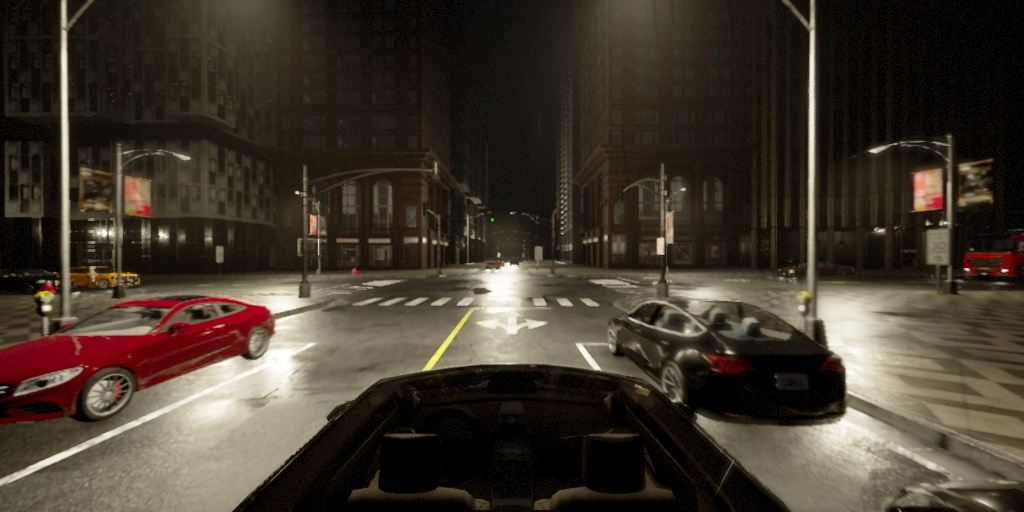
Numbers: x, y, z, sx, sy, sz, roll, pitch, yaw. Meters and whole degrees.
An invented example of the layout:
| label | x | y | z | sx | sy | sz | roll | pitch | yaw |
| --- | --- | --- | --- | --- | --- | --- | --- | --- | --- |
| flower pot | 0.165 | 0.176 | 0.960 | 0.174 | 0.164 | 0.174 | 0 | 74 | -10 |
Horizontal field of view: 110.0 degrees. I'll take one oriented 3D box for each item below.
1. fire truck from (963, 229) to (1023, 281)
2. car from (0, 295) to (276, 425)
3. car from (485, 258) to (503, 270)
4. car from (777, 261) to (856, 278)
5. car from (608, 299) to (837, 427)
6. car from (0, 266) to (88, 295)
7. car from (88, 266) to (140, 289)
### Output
| label | x | y | z | sx | sy | sz | roll | pitch | yaw |
| --- | --- | --- | --- | --- | --- | --- | --- | --- | --- |
| fire truck | 39.655 | -0.108 | 26.850 | 8.468 | 3.827 | 2.891 | 0 | 0 | 1 |
| car | -5.667 | 1.331 | 5.736 | 1.802 | 1.307 | 4.207 | 0 | 0 | 0 |
| car | -2.838 | 1.339 | 53.820 | 1.994 | 1.385 | 4.181 | 0 | 0 | 1 |
| car | 25.778 | 1.146 | 30.409 | 5.357 | 1.411 | 2.033 | 0 | 0 | 1 |
| car | 2.858 | 1.315 | 5.733 | 1.948 | 1.339 | 4.313 | 0 | 0 | 0 |
| car | -29.038 | 1.473 | 21.323 | 4.902 | 1.511 | 2.128 | -1 | 0 | 1 |
| car | -28.514 | 1.442 | 24.566 | 5.008 | 1.535 | 1.882 | -1 | 0 | 1 |
